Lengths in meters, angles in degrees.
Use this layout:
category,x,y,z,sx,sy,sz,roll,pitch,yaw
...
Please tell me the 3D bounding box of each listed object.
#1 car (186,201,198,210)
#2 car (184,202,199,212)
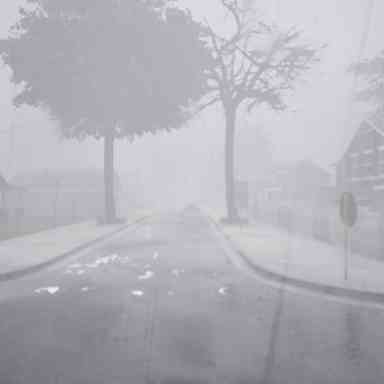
category,x,y,z,sx,sy,sz,roll,pitch,yaw
car,-0.039,2.291,57.293,1.895,1.301,4.718,0,-1,0
car,-0.032,2.096,47.262,1.812,1.442,4.674,0,-1,0
